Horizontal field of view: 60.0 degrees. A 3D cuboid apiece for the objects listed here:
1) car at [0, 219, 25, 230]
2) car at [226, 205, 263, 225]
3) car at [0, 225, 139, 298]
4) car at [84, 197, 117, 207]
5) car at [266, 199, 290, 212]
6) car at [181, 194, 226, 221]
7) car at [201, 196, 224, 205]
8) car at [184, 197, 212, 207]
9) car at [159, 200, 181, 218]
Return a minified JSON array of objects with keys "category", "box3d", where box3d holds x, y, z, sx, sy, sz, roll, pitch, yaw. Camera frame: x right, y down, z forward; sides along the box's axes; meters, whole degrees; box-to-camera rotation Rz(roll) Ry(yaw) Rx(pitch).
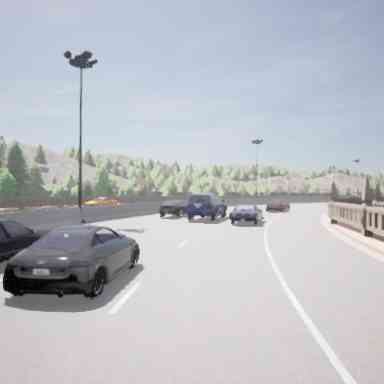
[{"category":"car","box3d":[-6.165,1.501,9.973,2.033,1.411,5.357,0,0,7]},{"category":"car","box3d":[4.026,1.570,24.110,1.895,1.301,4.718,0,0,17]},{"category":"car","box3d":[-2.740,1.532,8.507,1.994,1.385,4.181,0,0,6]},{"category":"car","box3d":[-11.579,1.439,42.341,1.882,1.535,5.008,0,0,25]},{"category":"car","box3d":[10.069,1.554,38.713,1.994,1.385,4.181,0,0,29]},{"category":"car","box3d":[1.276,1.185,26.922,2.150,2.045,5.566,0,0,18]},{"category":"car","box3d":[3.851,1.572,61.435,1.837,1.490,4.892,0,-1,38]},{"category":"car","box3d":[1.041,1.502,51.172,2.128,1.511,4.902,0,0,32]},{"category":"car","box3d":[-1.315,1.466,29.993,1.837,1.490,4.892,0,0,20]}]
